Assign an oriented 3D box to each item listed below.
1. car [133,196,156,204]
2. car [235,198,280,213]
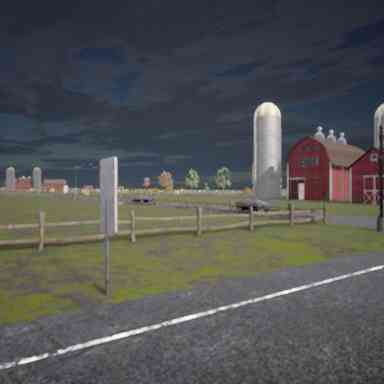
[{"bbox_3d":[-7.605,1.263,52.875,1.895,1.301,4.718,0,1,-36],"label":"car"},{"bbox_3d":[6.511,1.369,33.307,1.882,1.535,5.008,0,1,-36],"label":"car"}]
